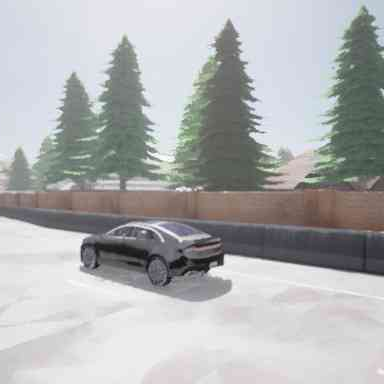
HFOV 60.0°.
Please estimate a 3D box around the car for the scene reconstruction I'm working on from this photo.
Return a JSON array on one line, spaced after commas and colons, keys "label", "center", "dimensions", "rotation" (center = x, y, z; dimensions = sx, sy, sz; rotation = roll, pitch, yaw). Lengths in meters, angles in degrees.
[{"label": "car", "center": [-1.356, 1.581, 9.682], "dimensions": [4.902, 1.511, 2.128], "rotation": [0, -1, 39]}]
